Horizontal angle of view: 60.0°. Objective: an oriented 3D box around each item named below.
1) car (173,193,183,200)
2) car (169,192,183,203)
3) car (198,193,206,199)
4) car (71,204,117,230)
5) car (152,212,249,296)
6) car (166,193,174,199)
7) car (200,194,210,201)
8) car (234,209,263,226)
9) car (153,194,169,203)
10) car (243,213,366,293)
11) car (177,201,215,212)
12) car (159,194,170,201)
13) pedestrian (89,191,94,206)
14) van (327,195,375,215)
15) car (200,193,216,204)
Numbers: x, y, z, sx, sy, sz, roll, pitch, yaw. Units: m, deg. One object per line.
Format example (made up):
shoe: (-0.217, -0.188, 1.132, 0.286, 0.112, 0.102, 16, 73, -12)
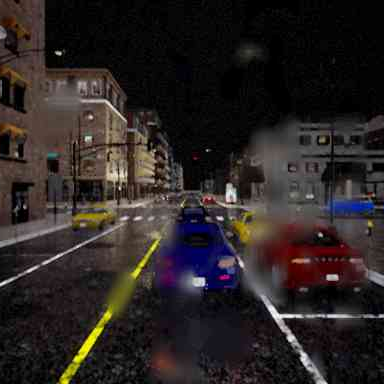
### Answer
car: (-3.033, 1.052, 74.103, 2.128, 1.511, 4.902, 0, 0, 0)
car: (-3.095, 1.162, 58.660, 2.033, 1.411, 5.357, 0, 0, 0)
car: (2.646, 1.010, 86.626, 2.008, 1.369, 4.403, -1, 0, 0)
car: (-5.704, 1.386, 19.806, 1.752, 1.417, 4.829, 0, 0, 0)
car: (0.101, 1.465, 8.392, 1.812, 1.442, 4.674, 0, 0, 0)
car: (-5.735, 0.986, 86.440, 1.752, 1.417, 4.829, 0, 0, 0)
car: (2.654, 1.103, 69.537, 2.008, 1.369, 4.403, 0, 0, 0)
car: (2.680, 1.423, 14.448, 1.752, 1.417, 4.829, 0, 0, 0)
car: (-5.721, 1.168, 58.127, 2.008, 1.369, 4.403, 0, 0, 0)
car: (2.682, 1.483, 8.582, 1.887, 1.381, 4.507, 0, 0, 0)
car: (0.093, 1.433, 18.557, 1.994, 1.385, 4.181, 0, 0, 0)
car: (-5.726, 1.103, 69.520, 2.008, 1.369, 4.403, 0, 0, 0)
pedestrian: (-12.648, 0.783, 41.849, 0.375, 1.860, 0.375, 0, 1, 0)
van: (14.645, 1.195, 30.746, 3.998, 1.788, 1.690, 0, 1, 0)
car: (2.661, 1.091, 52.446, 1.967, 1.590, 4.097, 0, 0, 0)
